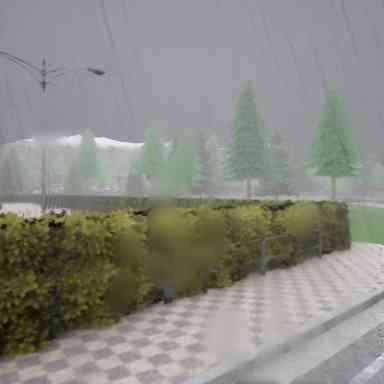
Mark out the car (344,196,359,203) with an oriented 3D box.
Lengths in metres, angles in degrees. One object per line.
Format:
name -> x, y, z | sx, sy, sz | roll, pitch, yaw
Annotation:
car -> 32.750, 1.527, 68.341 | 1.994, 1.385, 4.181 | 0, 0, 7
